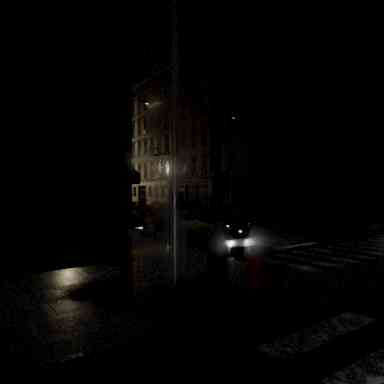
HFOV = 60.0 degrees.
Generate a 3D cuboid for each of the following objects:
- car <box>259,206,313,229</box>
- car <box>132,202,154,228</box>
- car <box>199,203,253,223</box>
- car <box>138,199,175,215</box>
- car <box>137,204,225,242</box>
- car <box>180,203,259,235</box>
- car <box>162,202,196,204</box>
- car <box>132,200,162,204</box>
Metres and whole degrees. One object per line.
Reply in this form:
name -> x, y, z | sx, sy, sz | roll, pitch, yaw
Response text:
car -> 5.704, 1.558, 21.500 | 1.947, 1.339, 4.313 | 0, 0, -35
car -> -3.978, 1.585, 21.264 | 2.008, 1.369, 4.403 | 0, 0, -35
car -> 2.565, 1.578, 25.910 | 1.802, 1.307, 4.206 | 0, 0, -35
car -> -3.811, 1.529, 34.867 | 1.752, 1.417, 4.829 | 0, 0, -35
car -> -0.741, 1.555, 16.715 | 1.752, 1.417, 4.829 | 0, 0, -35
car -> 0.984, 1.565, 18.713 | 2.033, 1.411, 5.357 | 0, 0, -32
car -> -0.573, 1.566, 30.319 | 1.947, 1.339, 4.313 | 0, 0, -35
car -> -4.771, 1.517, 26.755 | 2.128, 1.511, 4.902 | 0, 0, -35
